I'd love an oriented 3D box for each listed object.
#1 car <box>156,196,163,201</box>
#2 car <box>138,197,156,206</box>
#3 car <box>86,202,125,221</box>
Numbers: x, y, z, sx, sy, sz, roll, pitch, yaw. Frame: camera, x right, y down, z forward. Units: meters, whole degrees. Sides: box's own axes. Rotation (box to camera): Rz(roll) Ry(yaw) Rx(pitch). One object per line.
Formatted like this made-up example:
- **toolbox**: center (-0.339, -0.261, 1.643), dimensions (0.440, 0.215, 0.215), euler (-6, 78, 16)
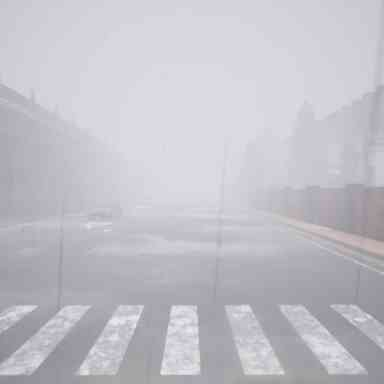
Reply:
- **car**: center (-7.934, 1.495, 79.630), dimensions (1.895, 1.301, 4.718), euler (0, 0, -1)
- **car**: center (-7.385, 1.558, 52.837), dimensions (1.994, 1.385, 4.181), euler (0, 0, -1)
- **car**: center (-6.932, 1.545, 27.341), dimensions (2.033, 1.411, 5.357), euler (0, 0, 2)
